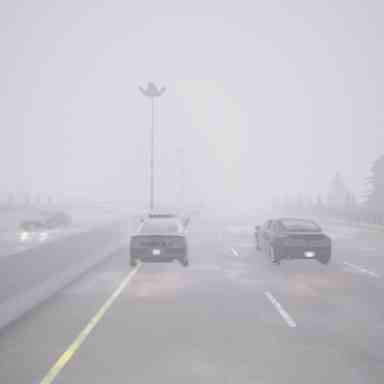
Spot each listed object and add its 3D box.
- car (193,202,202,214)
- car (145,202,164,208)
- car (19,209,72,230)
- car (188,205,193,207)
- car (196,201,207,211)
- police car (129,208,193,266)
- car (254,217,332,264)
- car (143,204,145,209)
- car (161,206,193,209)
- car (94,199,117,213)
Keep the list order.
[{"bbox_3d":[0.101,2.472,47.202,1.895,1.301,4.718,0,-1,3],"label":"car"},{"bbox_3d":[-6.049,2.566,57.495,2.128,1.511,4.902,0,-1,8],"label":"car"},{"bbox_3d":[-10.598,1.980,24.678,2.033,1.411,5.357,0,-1,0],"label":"car"},{"bbox_3d":[-1.048,2.030,28.300,1.812,1.442,4.674,0,-1,0],"label":"car"},{"bbox_3d":[1.361,2.465,60.068,2.097,1.767,4.553,0,-1,11],"label":"car"},{"bbox_3d":[-1.050,1.619,12.414,1.930,1.638,5.238,0,-1,0],"label":"police car"},{"bbox_3d":[3.601,1.702,12.599,1.837,1.490,4.892,0,-1,0],"label":"car"},{"bbox_3d":[-8.194,2.744,65.539,2.128,1.511,4.902,0,-1,11],"label":"car"},{"bbox_3d":[-1.049,1.913,22.301,1.812,1.442,4.674,0,-1,0],"label":"car"},{"bbox_3d":[-13.612,2.208,52.679,2.150,2.045,5.566,0,-1,5],"label":"car"}]
